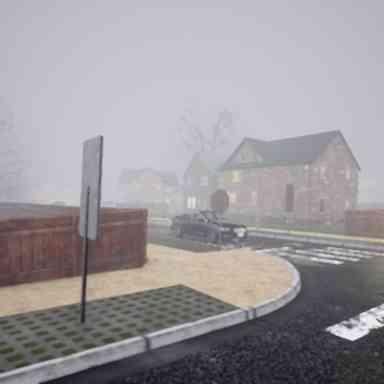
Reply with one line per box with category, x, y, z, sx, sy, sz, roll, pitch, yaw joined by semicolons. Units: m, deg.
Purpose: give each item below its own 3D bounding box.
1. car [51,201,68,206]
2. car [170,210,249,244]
car;-18.438;2.081;46.248;2.097;1.767;4.553;3;-2;-28
car;0.754;1.687;16.792;2.128;1.511;4.902;3;-3;-36
